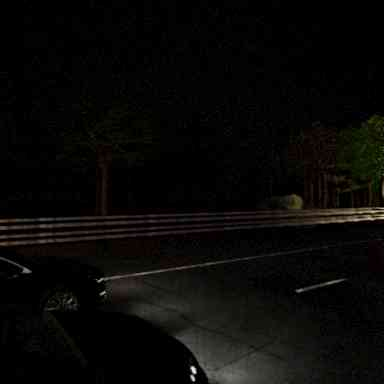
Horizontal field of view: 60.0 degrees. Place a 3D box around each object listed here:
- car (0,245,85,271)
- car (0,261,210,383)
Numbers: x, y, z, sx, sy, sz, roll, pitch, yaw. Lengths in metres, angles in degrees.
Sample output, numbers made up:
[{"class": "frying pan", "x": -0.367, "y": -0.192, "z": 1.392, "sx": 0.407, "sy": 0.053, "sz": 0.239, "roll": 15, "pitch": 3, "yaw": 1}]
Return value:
[{"class": "car", "x": -3.835, "y": 1.494, "z": 5.315, "sx": 4.892, "sy": 1.490, "sz": 1.837, "roll": 1, "pitch": 0, "yaw": -35}, {"class": "car", "x": -1.856, "y": 1.557, "z": 2.427, "sx": 4.181, "sy": 1.385, "sz": 1.994, "roll": 1, "pitch": 0, "yaw": -35}]
